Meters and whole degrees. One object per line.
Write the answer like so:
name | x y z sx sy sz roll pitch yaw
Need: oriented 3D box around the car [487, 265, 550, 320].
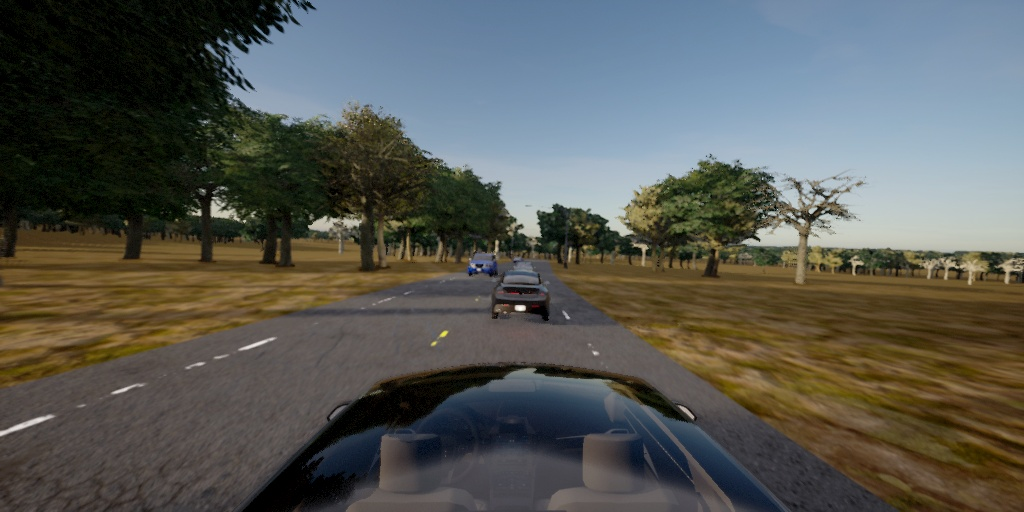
car | 0.305 1.258 12.855 1.837 1.490 4.892 2 0 1

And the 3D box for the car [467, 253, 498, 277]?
car | -2.557 0.773 32.508 2.150 2.045 5.566 2 0 4

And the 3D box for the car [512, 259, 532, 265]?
car | 1.088 1.250 31.979 2.033 1.411 5.357 2 0 3
